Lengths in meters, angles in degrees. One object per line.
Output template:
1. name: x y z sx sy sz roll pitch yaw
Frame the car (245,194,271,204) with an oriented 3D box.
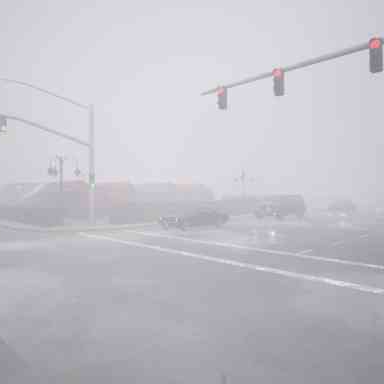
1. car: 12.403 1.316 62.996 1.932 1.855 4.605 0 0 -44

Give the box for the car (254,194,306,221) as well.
1. car: 7.510 1.234 27.955 5.566 2.045 2.150 0 0 -44

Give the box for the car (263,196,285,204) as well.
1. car: 16.392 1.550 66.896 1.970 1.475 3.806 0 0 -44

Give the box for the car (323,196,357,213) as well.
1. car: 16.783 1.518 36.968 4.674 1.442 1.812 0 0 -44

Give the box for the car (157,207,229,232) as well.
1. car: 0.150 1.629 20.779 4.718 1.301 1.895 0 0 -44

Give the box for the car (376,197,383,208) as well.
1. car: 28.243 1.489 48.016 4.902 1.511 2.128 0 0 -44
